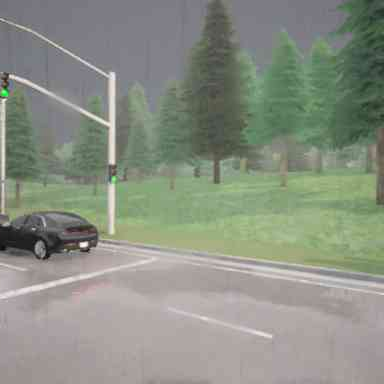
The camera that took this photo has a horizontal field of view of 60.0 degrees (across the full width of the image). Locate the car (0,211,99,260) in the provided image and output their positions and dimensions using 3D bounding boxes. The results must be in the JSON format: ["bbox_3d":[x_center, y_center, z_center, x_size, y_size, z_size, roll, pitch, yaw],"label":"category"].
[{"bbox_3d":[-5.472,1.449,12.192,4.892,1.490,1.837,0,0,36],"label":"car"}]
